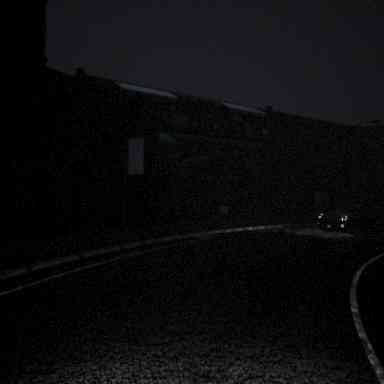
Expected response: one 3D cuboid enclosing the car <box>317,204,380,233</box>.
[{"bbox_3d":[10.263,1.592,21.740,4.553,1.767,2.097,2,0,-35],"label":"car"}]
